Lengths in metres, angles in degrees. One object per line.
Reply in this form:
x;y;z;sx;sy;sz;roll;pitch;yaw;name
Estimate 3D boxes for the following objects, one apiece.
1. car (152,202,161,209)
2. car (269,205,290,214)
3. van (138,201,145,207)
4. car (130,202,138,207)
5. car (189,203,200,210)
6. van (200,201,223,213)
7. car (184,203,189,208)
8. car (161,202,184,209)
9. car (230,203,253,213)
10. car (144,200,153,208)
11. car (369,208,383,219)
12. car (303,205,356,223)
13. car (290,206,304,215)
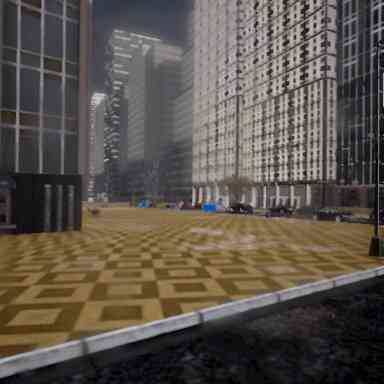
-6.277;2.916;70.955;1.752;1.417;4.829;0;-1;-25;car
13.199;2.515;49.223;1.947;1.339;4.313;0;-1;-25;car
-11.137;2.965;81.290;1.690;1.788;3.998;0;-1;-25;van
-15.920;3.400;91.466;1.887;1.381;4.507;0;-1;-25;car
1.783;2.895;67.209;1.994;1.385;4.181;1;-2;-25;car
3.220;2.286;50.754;1.690;1.788;3.998;0;-1;-25;van
-1.158;3.204;79.761;1.802;1.307;4.206;0;-1;-25;car
-3.956;2.831;66.019;2.008;1.369;4.403;0;-1;-25;car
7.984;2.549;54.029;1.837;1.490;4.892;1;-1;-25;car
-8.742;3.053;76.198;1.887;1.381;4.507;0;-1;-25;car
20.378;2.176;33.954;2.008;1.369;4.403;0;-1;-25;car
12.794;2.062;30.390;2.008;1.369;4.403;0;-1;-25;car
15.592;2.406;44.134;1.947;1.339;4.313;0;-1;-25;car
